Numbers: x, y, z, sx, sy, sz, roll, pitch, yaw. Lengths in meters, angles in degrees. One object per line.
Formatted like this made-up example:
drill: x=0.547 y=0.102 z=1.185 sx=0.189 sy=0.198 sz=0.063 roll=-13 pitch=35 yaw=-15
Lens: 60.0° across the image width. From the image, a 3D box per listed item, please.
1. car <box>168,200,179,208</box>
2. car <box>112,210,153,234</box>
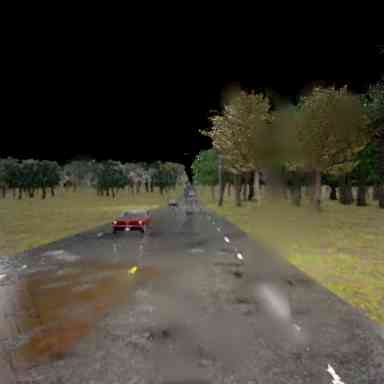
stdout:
car: x=-3.507 y=2.238 z=62.653 sx=2.033 sy=1.411 sz=5.357 roll=0 pitch=-1 yaw=0
car: x=-3.598 y=1.799 z=20.761 sx=1.895 sy=1.301 sz=4.718 roll=0 pitch=-1 yaw=0
